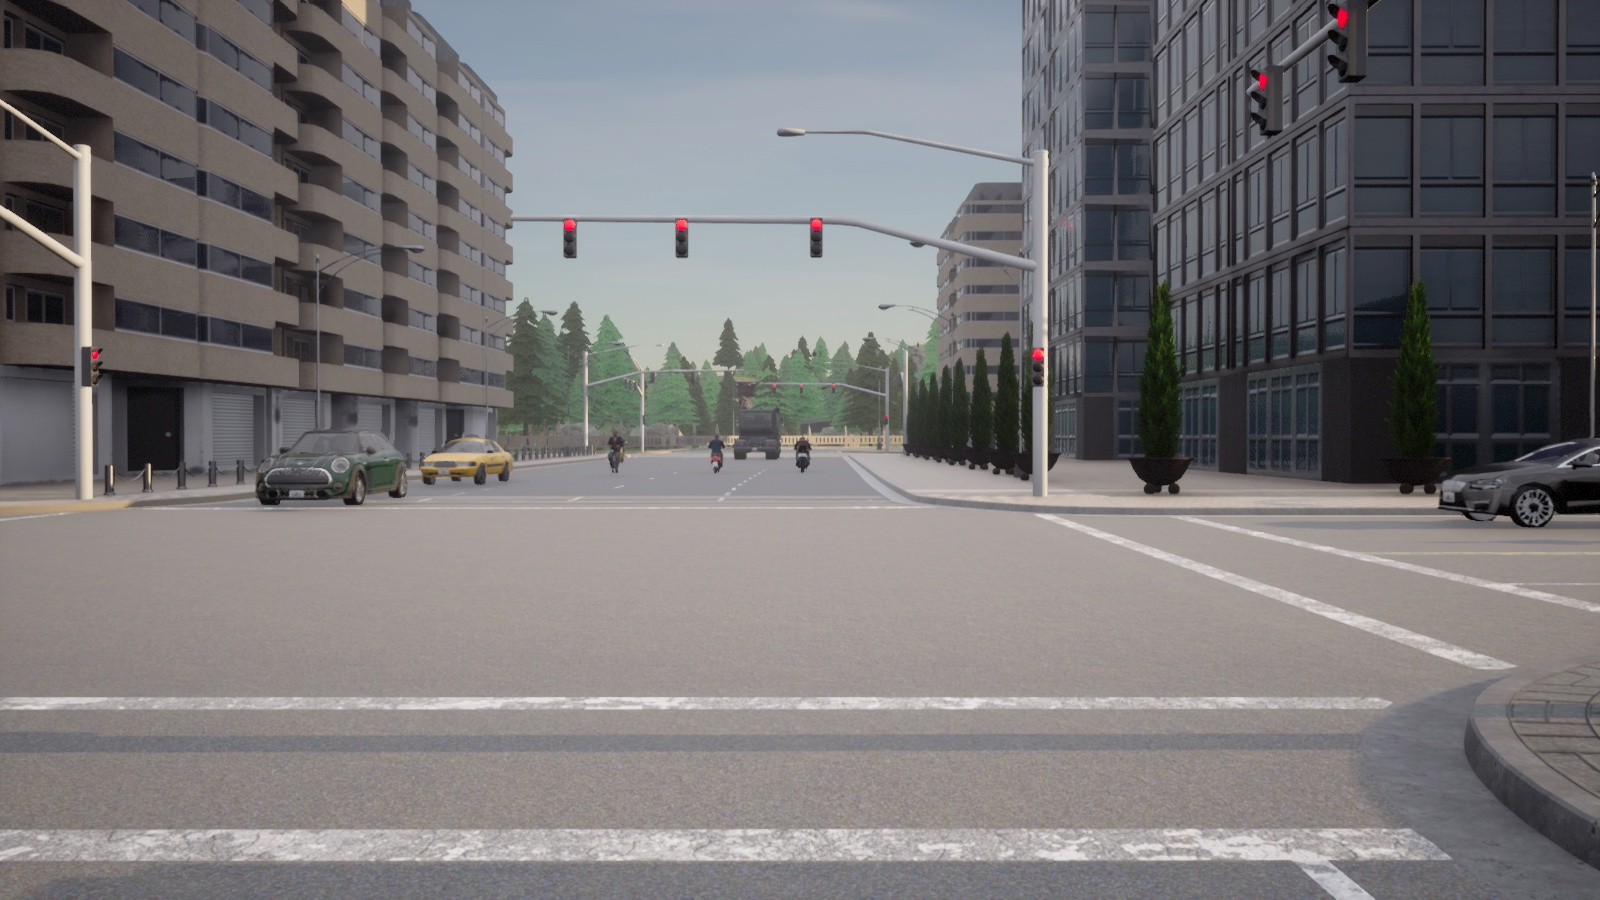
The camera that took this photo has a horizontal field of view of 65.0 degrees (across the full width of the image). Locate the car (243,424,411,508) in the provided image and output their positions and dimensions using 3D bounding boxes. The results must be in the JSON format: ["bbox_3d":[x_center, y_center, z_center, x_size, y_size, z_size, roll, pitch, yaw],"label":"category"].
[{"bbox_3d":[-10.606,0.304,28.565,2.097,1.767,4.553,0,1,0],"label":"car"}]

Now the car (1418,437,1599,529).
[{"bbox_3d":[13.696,0.538,21.785,4.902,1.511,2.128,0,1,1],"label":"car"}]

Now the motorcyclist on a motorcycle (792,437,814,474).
[{"bbox_3d":[0.128,0.226,52.863,0.866,1.530,2.191,0,1,1],"label":"motorcyclist on a motorcycle"}]

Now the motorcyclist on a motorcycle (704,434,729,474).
[{"bbox_3d":[-3.397,0.156,51.464,0.866,1.590,1.817,0,1,1],"label":"motorcyclist on a motorcycle"}]

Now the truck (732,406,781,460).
[{"bbox_3d":[-2.821,-1.115,83.595,2.891,3.462,7.936,0,1,1],"label":"truck"}]

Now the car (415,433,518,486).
[{"bbox_3d":[-10.586,0.254,40.224,1.801,1.575,5.366,0,1,1],"label":"car"}]
